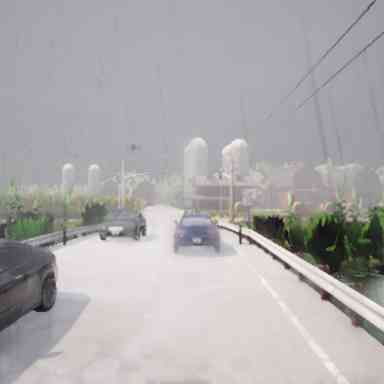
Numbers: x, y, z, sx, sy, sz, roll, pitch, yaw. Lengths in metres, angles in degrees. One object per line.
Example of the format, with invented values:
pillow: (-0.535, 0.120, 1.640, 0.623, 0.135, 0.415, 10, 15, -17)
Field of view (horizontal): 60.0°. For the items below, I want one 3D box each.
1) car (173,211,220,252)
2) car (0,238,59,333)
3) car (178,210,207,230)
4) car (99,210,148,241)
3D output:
car: (0.172, 1.637, 14.213, 1.812, 1.442, 4.674, 0, -2, 0)
car: (-3.578, 1.500, 4.967, 1.812, 1.442, 4.674, 0, 0, 0)
car: (-0.020, 2.293, 27.484, 2.128, 1.511, 4.902, 0, -4, -2)
car: (-3.528, 1.724, 17.785, 2.128, 1.511, 4.902, 0, -2, 0)
